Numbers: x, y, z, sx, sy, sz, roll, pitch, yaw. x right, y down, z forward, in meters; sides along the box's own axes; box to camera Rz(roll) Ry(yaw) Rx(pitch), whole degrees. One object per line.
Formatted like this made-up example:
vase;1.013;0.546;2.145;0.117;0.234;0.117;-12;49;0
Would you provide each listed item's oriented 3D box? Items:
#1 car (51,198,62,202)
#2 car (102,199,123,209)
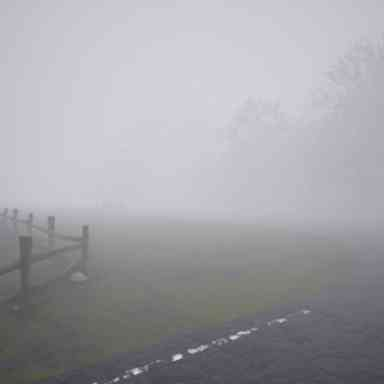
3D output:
car;-30.627;1.888;75.041;1.812;1.442;4.674;0;-1;-36
car;-11.676;1.767;48.686;1.812;1.442;4.674;0;-1;-36
